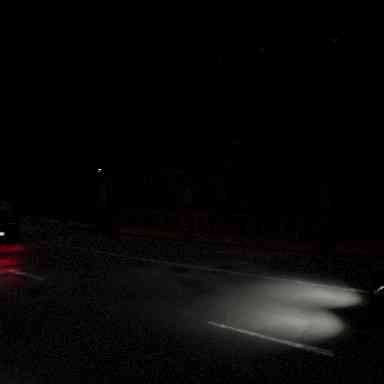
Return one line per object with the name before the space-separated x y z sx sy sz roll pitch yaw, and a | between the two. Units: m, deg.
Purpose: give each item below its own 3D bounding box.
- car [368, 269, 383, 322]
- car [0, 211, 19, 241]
car | 5.102 1.509 4.651 4.674 1.442 1.812 -1 0 36
car | -10.470 1.689 16.896 4.892 1.490 1.837 -1 0 43
